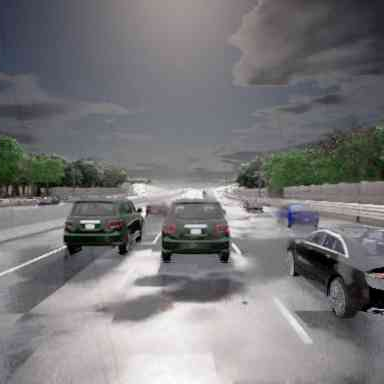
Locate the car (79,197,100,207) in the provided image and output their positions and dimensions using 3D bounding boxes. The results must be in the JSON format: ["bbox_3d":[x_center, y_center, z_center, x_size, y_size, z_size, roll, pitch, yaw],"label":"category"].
[{"bbox_3d":[-17.204,1.654,56.012,1.837,1.490,4.892,0,0,1],"label":"car"}]

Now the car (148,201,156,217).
[{"bbox_3d":[-3.281,1.552,32.148,1.882,1.535,5.008,0,0,0],"label":"car"}]

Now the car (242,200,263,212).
[{"bbox_3d":[7.261,1.651,40.152,2.033,1.411,5.357,0,0,1],"label":"car"}]

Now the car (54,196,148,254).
[{"bbox_3d":[-3.374,1.244,13.714,2.150,2.045,5.566,0,0,0],"label":"car"}]

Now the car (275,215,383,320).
[{"bbox_3d":[3.509,1.503,7.340,2.128,1.511,4.902,0,0,0],"label":"car"}]

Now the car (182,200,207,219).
[{"bbox_3d":[0.208,1.561,30.569,2.128,1.511,4.902,0,0,0],"label":"car"}]

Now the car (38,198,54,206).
[{"bbox_3d":[-24.177,1.699,56.610,2.033,1.411,5.357,0,0,1],"label":"car"}]

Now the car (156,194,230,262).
[{"bbox_3d":[0.121,1.241,12.277,2.150,2.045,5.566,0,0,0],"label":"car"}]

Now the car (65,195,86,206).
[{"bbox_3d":[-20.646,1.511,59.238,2.097,1.767,4.553,0,0,1],"label":"car"}]

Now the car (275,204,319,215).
[{"bbox_3d":[7.042,1.524,22.710,1.882,1.535,5.008,0,0,2],"label":"car"}]
